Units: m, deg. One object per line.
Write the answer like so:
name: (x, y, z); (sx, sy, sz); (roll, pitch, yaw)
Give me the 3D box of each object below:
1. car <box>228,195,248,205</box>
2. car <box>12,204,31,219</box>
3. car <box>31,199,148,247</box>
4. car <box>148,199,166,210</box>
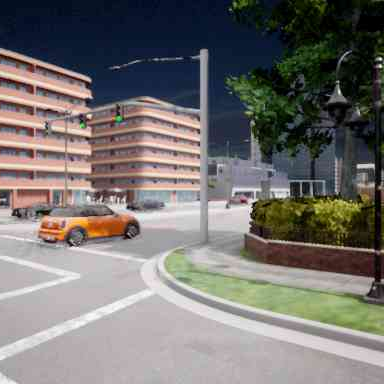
car: (8.005, 1.341, 58.118); (2.097, 1.767, 4.553); (0, 0, 36)
car: (-13.265, 1.555, 28.911); (1.994, 1.385, 4.181); (0, 0, 36)
car: (-4.499, 1.346, 15.270); (2.097, 1.767, 4.553); (0, 0, 36)
car: (-5.430, 1.538, 39.728); (2.033, 1.411, 5.357); (0, 0, 36)
